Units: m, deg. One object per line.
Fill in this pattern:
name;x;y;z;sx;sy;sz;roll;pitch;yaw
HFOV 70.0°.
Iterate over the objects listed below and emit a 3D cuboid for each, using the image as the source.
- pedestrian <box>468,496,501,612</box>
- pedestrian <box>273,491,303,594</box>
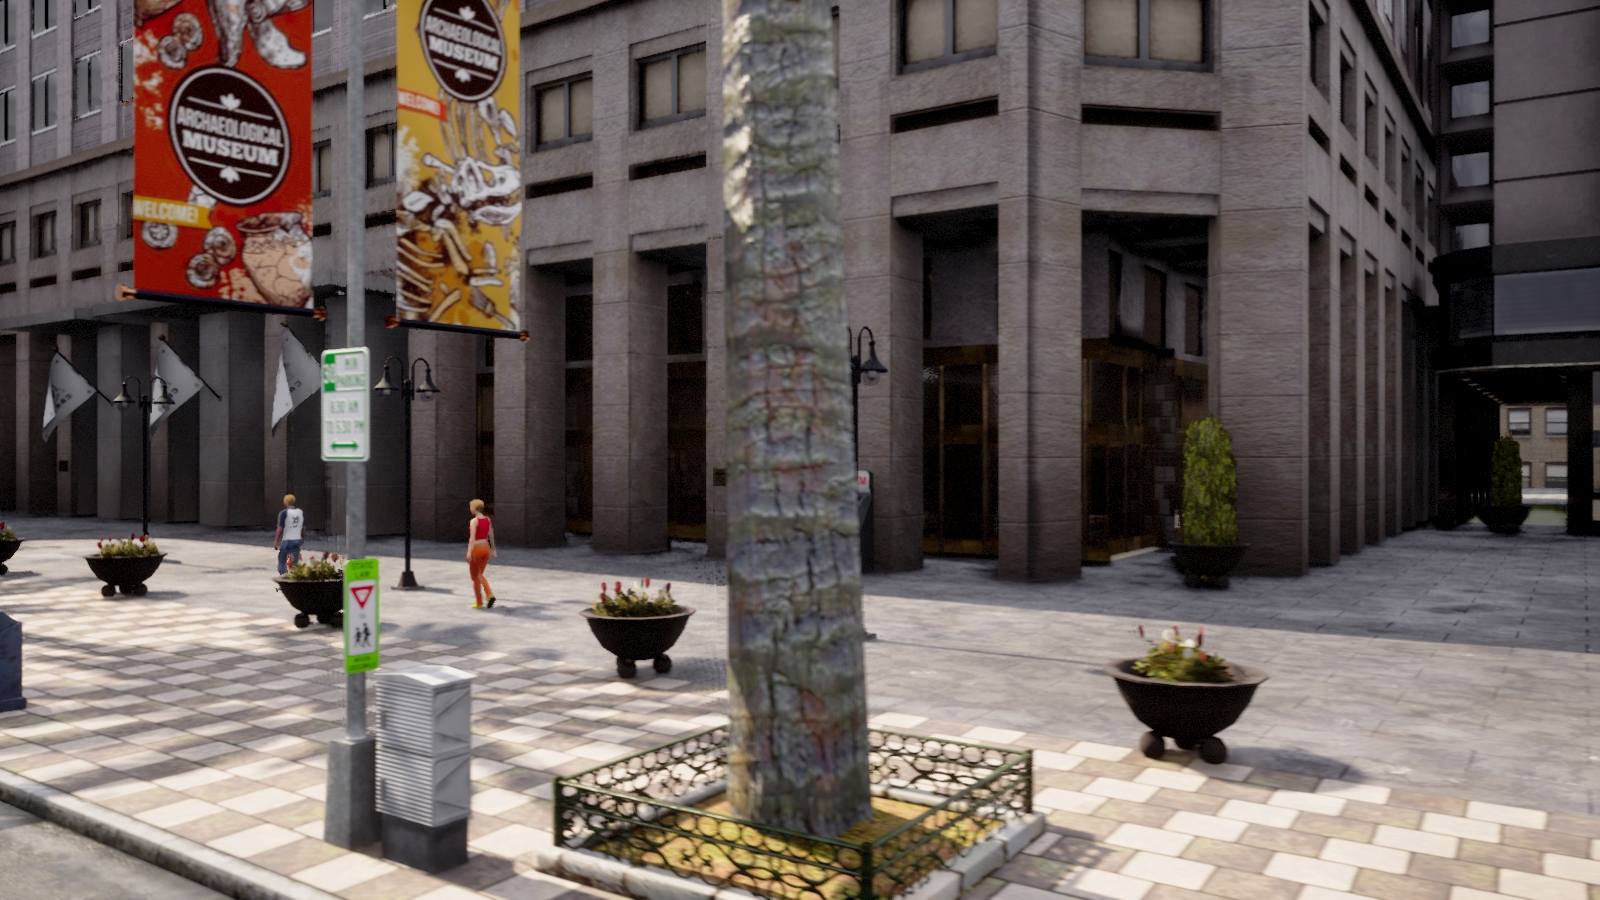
pedestrian;-5.202;1.706;18.850;0.375;1.860;0.375;0;0;31
pedestrian;-9.477;1.701;21.142;0.375;1.860;0.375;0;0;37
